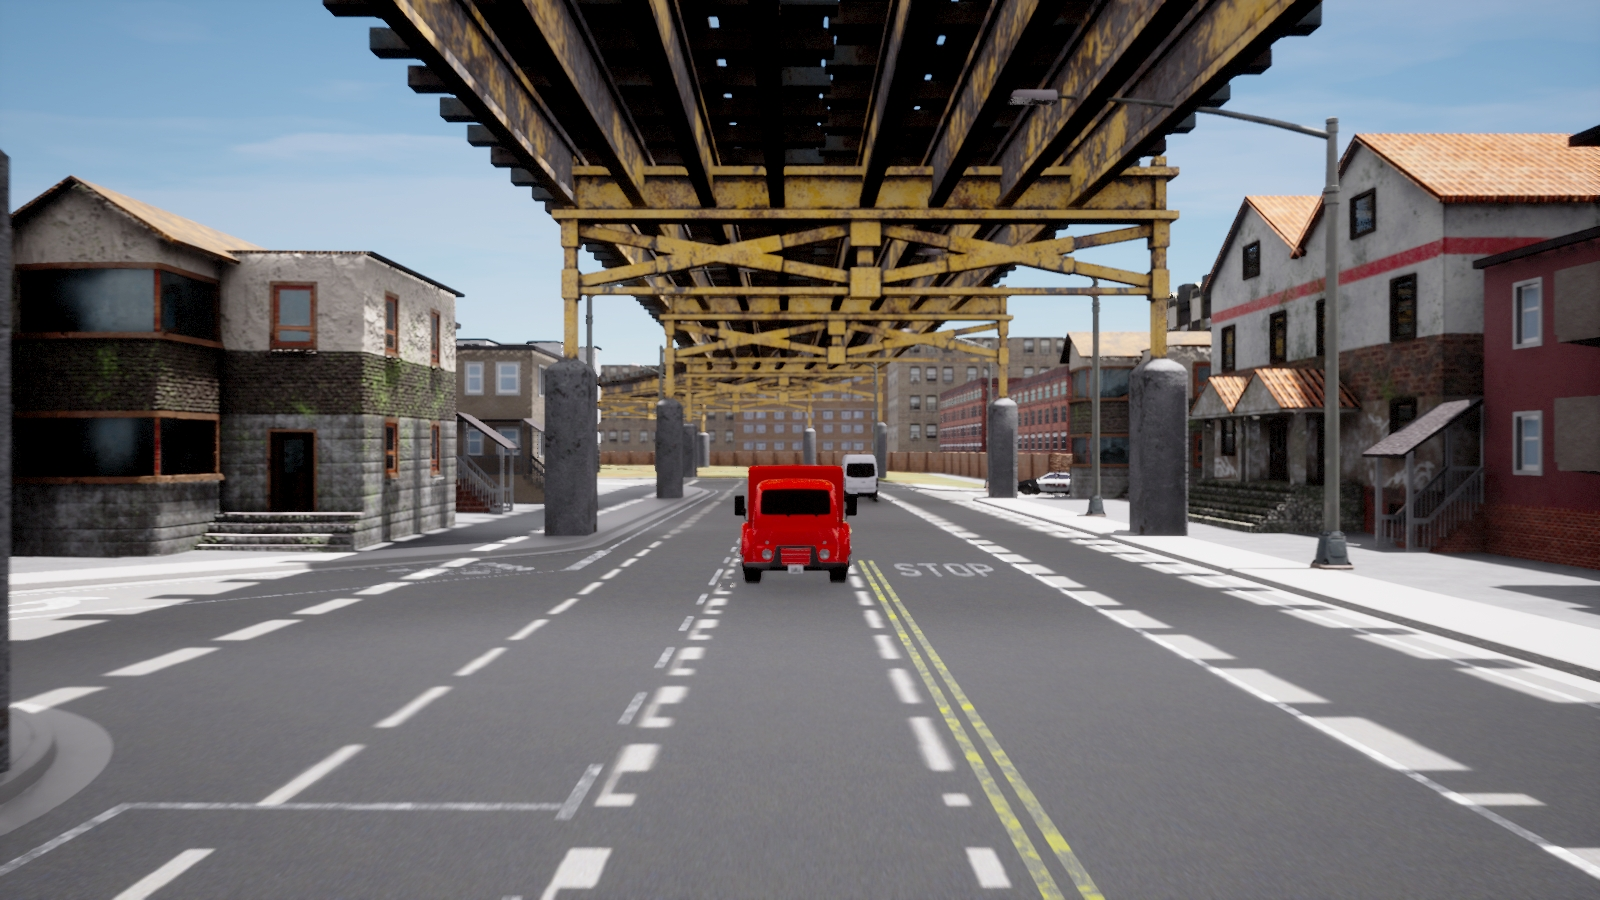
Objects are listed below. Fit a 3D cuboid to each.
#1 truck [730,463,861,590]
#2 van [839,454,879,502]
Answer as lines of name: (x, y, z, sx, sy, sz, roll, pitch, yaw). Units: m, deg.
truck: (-0.096, 1.566, 25.501, 2.627, 2.467, 5.204, 0, 0, 0)
van: (3.301, 1.534, 64.893, 1.988, 2.561, 5.915, 0, 0, 0)
